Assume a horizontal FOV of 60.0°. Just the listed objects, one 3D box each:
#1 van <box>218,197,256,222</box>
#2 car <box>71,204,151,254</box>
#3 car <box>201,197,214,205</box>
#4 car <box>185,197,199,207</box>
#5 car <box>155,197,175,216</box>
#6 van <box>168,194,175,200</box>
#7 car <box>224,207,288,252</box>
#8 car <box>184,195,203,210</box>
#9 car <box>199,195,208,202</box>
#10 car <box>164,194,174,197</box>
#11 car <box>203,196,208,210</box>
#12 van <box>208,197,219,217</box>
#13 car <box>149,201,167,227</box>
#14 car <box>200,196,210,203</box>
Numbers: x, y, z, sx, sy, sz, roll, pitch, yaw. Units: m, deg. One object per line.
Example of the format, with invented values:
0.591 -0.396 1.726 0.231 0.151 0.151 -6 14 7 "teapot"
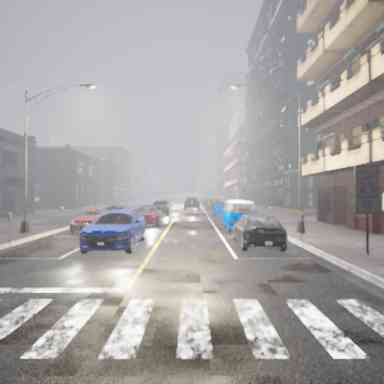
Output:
2.703 1.358 19.425 1.690 1.788 3.998 1 0 0 "van"
-3.092 1.490 13.816 1.882 1.535 5.008 0 0 0 "car"
2.699 1.596 58.491 1.947 1.339 4.313 1 0 0 "car"
-0.004 1.522 53.753 2.128 1.511 4.902 0 0 0 "car"
-3.081 1.530 33.312 1.837 1.490 4.892 0 0 1 "car"
-5.679 1.357 91.933 1.690 1.788 3.998 1 0 0 "van"
2.701 1.563 13.846 2.008 1.369 4.403 1 0 0 "car"
-0.003 1.381 43.717 2.097 1.767 4.553 0 0 0 "car"
2.698 1.573 80.815 2.008 1.369 4.403 1 0 0 "car"
-5.682 1.590 75.192 1.947 1.339 4.313 1 0 0 "car"
2.700 1.554 41.918 1.752 1.417 4.829 1 0 0 "car"
2.703 1.365 30.588 1.690 1.788 3.998 1 0 0 "van"
-3.085 1.583 23.054 1.994 1.385 4.181 0 0 1 "car"
2.699 1.571 69.654 1.887 1.381 4.507 1 0 0 "car"
